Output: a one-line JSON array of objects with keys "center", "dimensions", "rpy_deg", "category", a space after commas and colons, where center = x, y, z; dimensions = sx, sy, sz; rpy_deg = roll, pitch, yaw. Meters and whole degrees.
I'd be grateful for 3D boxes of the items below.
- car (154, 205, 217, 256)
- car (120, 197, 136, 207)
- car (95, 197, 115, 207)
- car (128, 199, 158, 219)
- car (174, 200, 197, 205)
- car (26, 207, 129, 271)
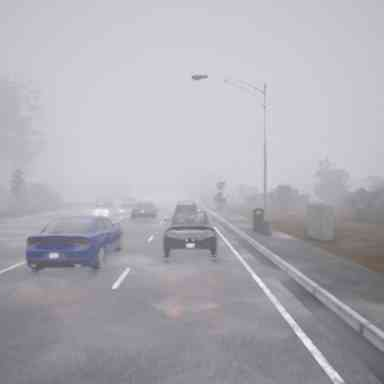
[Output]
[{"center": [-0.090, 1.476, 12.983], "dimensions": [2.128, 1.511, 4.902], "rpy_deg": [0, 0, -1], "category": "car"}, {"center": [-8.202, 1.456, 43.651], "dimensions": [1.837, 1.490, 4.892], "rpy_deg": [0, 0, -2], "category": "car"}, {"center": [-11.751, 1.444, 45.141], "dimensions": [2.128, 1.511, 4.902], "rpy_deg": [0, 0, -2], "category": "car"}, {"center": [-4.017, 1.532, 28.721], "dimensions": [1.994, 1.385, 4.181], "rpy_deg": [0, 0, -2], "category": "car"}, {"center": [-0.551, 1.442, 29.926], "dimensions": [1.882, 1.535, 5.008], "rpy_deg": [0, 0, -2], "category": "car"}, {"center": [-3.559, 1.466, 10.976], "dimensions": [1.882, 1.535, 5.008], "rpy_deg": [0, 0, -1], "category": "car"}]
